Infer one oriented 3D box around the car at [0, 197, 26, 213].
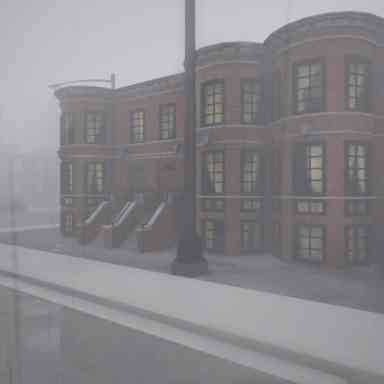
[{"bbox_3d":[-19.522,1.354,33.811,2.097,1.767,4.553,0,0,35],"label":"car"}]
